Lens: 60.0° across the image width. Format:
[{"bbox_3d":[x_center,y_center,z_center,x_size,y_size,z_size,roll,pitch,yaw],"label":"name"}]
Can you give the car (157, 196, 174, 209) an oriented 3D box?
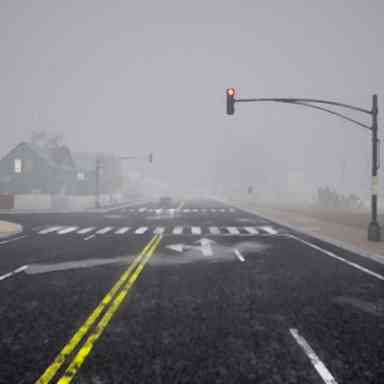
[{"bbox_3d":[-3.236,1.315,41.346,1.882,1.535,5.008,0,2,0],"label":"car"}]
